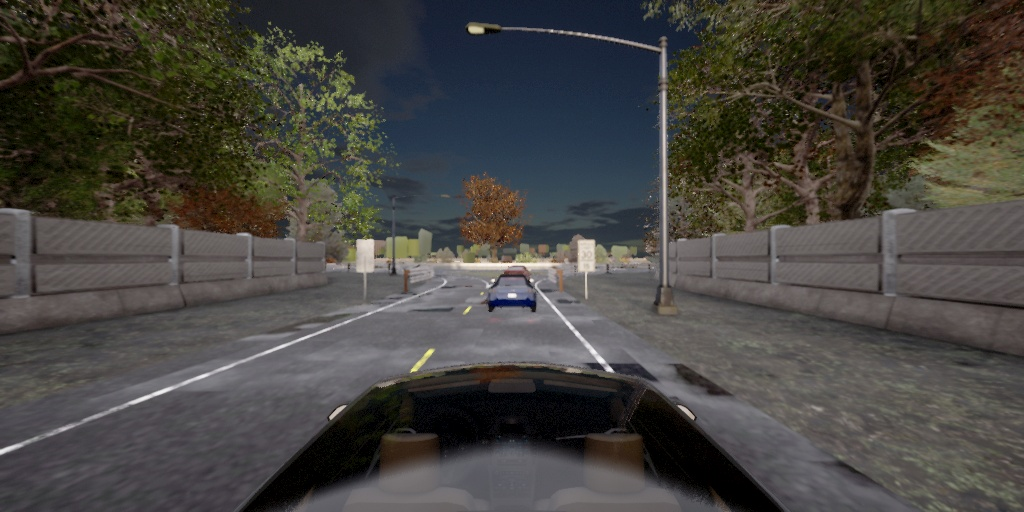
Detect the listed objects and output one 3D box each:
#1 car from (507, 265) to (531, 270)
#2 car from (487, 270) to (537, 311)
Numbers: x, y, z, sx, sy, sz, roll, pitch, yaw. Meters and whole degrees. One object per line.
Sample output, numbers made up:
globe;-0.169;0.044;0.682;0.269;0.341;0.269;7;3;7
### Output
car;0.553;1.548;30.922;1.882;1.535;5.008;0;0;9
car;0.018;1.465;15.400;1.994;1.385;4.181;0;-1;0
